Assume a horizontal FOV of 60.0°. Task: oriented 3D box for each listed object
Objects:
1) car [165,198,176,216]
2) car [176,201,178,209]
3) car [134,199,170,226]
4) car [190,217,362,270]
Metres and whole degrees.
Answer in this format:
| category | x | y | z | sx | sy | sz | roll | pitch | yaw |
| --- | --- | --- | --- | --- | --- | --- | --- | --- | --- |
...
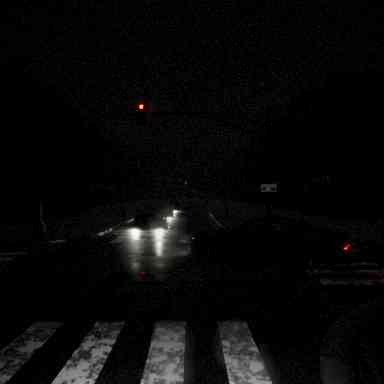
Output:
| category | x | y | z | sx | sy | sz | roll | pitch | yaw |
| --- | --- | --- | --- | --- | --- | --- | --- | --- | --- |
| car | -2.905 | 1.498 | 33.408 | 1.882 | 1.535 | 5.008 | 0 | 0 | 0 |
| car | -2.906 | 1.532 | 43.491 | 1.837 | 1.490 | 4.892 | 0 | 0 | 0 |
| car | -2.893 | 1.492 | 23.939 | 1.882 | 1.535 | 5.008 | 0 | 0 | 0 |
| car | 2.561 | 1.545 | 10.966 | 5.357 | 1.411 | 2.033 | 0 | 0 | 34 |
